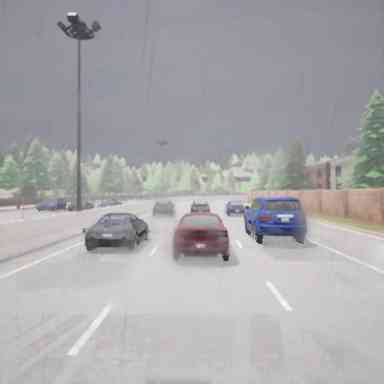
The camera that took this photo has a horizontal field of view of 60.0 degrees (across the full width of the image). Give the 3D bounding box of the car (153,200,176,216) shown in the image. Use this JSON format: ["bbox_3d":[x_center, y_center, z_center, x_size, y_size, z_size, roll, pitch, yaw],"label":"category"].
[{"bbox_3d":[-2.688,1.565,32.897,2.128,1.511,4.902,0,0,1],"label":"car"}]

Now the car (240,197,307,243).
[{"bbox_3d":[3.941,1.262,16.468,2.150,2.045,5.566,0,0,1],"label":"car"}]

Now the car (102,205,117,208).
[{"bbox_3d":[-9.732,1.630,39.389,2.033,1.411,5.357,0,0,1],"label":"car"}]

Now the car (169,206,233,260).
[{"bbox_3d":[0.341,1.507,12.672,1.882,1.535,5.008,0,0,2],"label":"car"}]

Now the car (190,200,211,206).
[{"bbox_3d":[0.811,1.568,32.835,2.128,1.511,4.902,0,0,1],"label":"car"}]

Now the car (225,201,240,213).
[{"bbox_3d":[4.320,1.607,33.532,1.812,1.442,4.674,0,0,1],"label":"car"}]

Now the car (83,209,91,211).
[{"bbox_3d":[-13.221,1.645,39.727,1.994,1.385,4.181,0,0,1],"label":"car"}]

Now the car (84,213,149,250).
[{"bbox_3d":[-3.114,1.596,14.457,1.994,1.385,4.181,0,0,1],"label":"car"}]
